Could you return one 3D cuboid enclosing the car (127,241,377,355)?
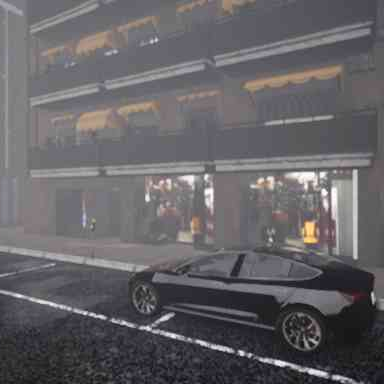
[{"bbox_3d":[0.849,1.565,5.911,4.313,1.339,1.947,0,0,30],"label":"car"}]
